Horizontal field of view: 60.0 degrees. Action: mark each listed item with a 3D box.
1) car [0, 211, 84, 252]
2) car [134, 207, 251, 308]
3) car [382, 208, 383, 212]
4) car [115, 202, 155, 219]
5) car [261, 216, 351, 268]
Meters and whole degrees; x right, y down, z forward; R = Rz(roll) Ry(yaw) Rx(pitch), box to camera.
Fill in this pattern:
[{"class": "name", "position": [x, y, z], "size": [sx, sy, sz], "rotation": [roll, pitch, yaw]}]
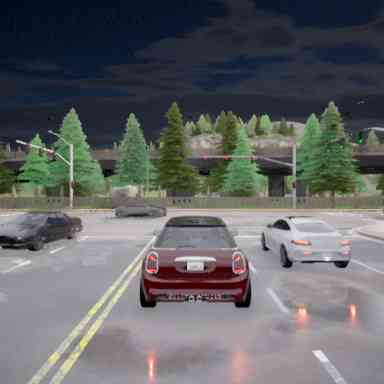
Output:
[{"class": "car", "position": [-6.470, 1.543, 14.189], "size": [2.033, 1.411, 5.357], "rotation": [0, 0, 6]}, {"class": "car", "position": [0.083, 1.349, 8.094], "size": [2.097, 1.767, 4.553], "rotation": [0, 0, 1]}, {"class": "car", "position": [18.458, 1.537, 27.246], "size": [4.718, 1.301, 1.895], "rotation": [0, 0, 1]}, {"class": "car", "position": [-4.241, 1.527, 27.616], "size": [4.181, 1.385, 1.994], "rotation": [0, 0, 1]}, {"class": "car", "position": [3.602, 1.522, 11.139], "size": [1.812, 1.442, 4.674], "rotation": [0, 0, 0]}]
